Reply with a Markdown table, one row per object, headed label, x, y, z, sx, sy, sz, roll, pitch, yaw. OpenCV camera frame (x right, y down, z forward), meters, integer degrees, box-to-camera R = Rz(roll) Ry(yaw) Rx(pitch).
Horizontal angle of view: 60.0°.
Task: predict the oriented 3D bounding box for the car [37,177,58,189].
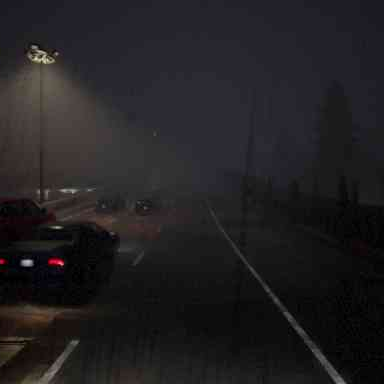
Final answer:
| label | x | y | z | sx | sy | sz | roll | pitch | yaw |
| --- | --- | --- | --- | --- | --- | --- | --- | --- | --- |
| car | -21.317 | -1.418 | 49.679 | 2.128 | 1.511 | 4.902 | 0 | 7 | 0 |

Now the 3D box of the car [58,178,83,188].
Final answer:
| label | x | y | z | sx | sy | sz | roll | pitch | yaw |
| --- | --- | --- | --- | --- | --- | --- | --- | --- | --- |
| car | -17.818 | -1.351 | 49.750 | 1.994 | 1.385 | 4.181 | 0 | 7 | 0 |

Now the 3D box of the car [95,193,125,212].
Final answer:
| label | x | y | z | sx | sy | sz | roll | pitch | yaw |
| --- | --- | --- | --- | --- | --- | --- | --- | --- | --- |
| car | -7.055 | 0.813 | 28.860 | 1.812 | 1.442 | 4.674 | 0 | 4 | 0 |

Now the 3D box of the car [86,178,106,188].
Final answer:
| label | x | y | z | sx | sy | sz | roll | pitch | yaw |
| --- | --- | --- | --- | --- | --- | --- | --- | --- | --- |
| car | -14.320 | -1.351 | 49.764 | 1.994 | 1.385 | 4.181 | 0 | 7 | 0 |

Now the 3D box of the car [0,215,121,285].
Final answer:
| label | x | y | z | sx | sy | sz | roll | pitch | yaw |
| --- | --- | --- | --- | --- | --- | --- | --- | --- | --- |
| car | -3.479 | 1.542 | 9.550 | 2.033 | 1.411 | 5.357 | 0 | 0 | 0 |

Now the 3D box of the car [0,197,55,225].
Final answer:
| label | x | y | z | sx | sy | sz | roll | pitch | yaw |
| --- | --- | --- | --- | --- | --- | --- | --- | --- | --- |
| car | -6.969 | 1.204 | 12.381 | 2.150 | 2.045 | 5.566 | 0 | 1 | 0 |

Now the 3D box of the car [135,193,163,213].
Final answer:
| label | x | y | z | sx | sy | sz | roll | pitch | yaw |
| --- | --- | --- | --- | --- | --- | --- | --- | --- | --- |
| car | -3.555 | 0.851 | 27.895 | 2.128 | 1.511 | 4.902 | 0 | 4 | 0 |
